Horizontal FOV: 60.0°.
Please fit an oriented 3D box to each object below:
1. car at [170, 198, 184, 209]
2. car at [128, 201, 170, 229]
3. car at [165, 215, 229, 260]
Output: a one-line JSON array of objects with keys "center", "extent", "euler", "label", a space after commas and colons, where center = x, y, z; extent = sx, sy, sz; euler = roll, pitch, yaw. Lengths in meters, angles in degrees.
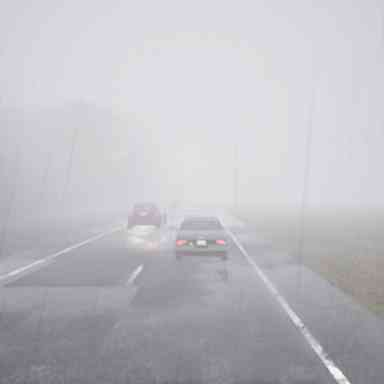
[{"center": [-2.328, 1.704, 49.448], "extent": [1.837, 1.490, 4.892], "euler": [0, -1, 1], "label": "car"}, {"center": [-2.932, 1.456, 22.632], "extent": [2.097, 1.767, 4.553], "euler": [0, 0, 1], "label": "car"}, {"center": [0.342, 1.600, 12.647], "extent": [2.033, 1.411, 5.357], "euler": [0, 0, 1], "label": "car"}]
